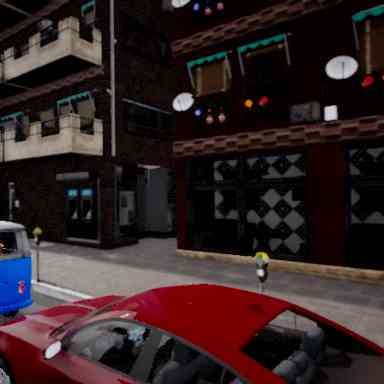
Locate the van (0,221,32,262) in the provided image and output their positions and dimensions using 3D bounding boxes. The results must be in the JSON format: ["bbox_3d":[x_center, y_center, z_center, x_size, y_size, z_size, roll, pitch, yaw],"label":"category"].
[{"bbox_3d":[-4.669,1.362,6.222,3.998,1.788,1.690,0,-1,36],"label":"van"}]

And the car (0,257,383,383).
[{"bbox_3d":[-0.136,1.550,2.984,4.507,1.381,1.887,0,-1,36],"label":"car"}]
